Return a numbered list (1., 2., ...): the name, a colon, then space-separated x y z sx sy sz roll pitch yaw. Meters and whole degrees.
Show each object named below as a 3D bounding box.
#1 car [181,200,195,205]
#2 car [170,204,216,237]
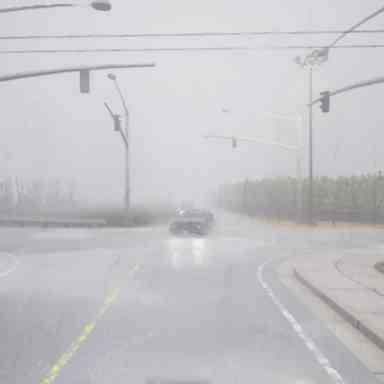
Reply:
1. car: -0.596 1.808 45.461 1.812 1.442 4.674 0 1 -3
2. car: 0.262 1.693 19.565 2.033 1.411 5.357 0 0 13
